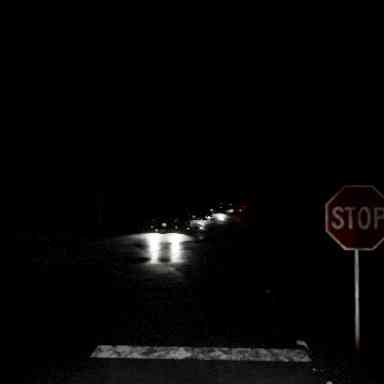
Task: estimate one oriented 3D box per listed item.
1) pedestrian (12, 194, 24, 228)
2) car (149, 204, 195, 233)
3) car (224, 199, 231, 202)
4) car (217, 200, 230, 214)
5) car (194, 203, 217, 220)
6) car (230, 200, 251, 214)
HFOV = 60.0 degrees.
[{"bbox_3d":[-9.655,1.043,18.357,0.375,1.860,0.375,0,-4,3],"label":"pedestrian"},{"bbox_3d":[-1.266,1.684,20.658,1.994,1.385,4.181,0,-1,9],"label":"car"},{"bbox_3d":[5.665,1.955,53.807,2.097,1.767,4.553,0,-1,12],"label":"car"},{"bbox_3d":[3.259,2.028,42.541,1.895,1.301,4.718,0,-1,13],"label":"car"},{"bbox_3d":[0.730,1.811,31.479,2.033,1.411,5.357,0,-1,13],"label":"car"},{"bbox_3d":[6.123,1.898,40.601,1.837,1.490,4.892,0,-1,13],"label":"car"}]
